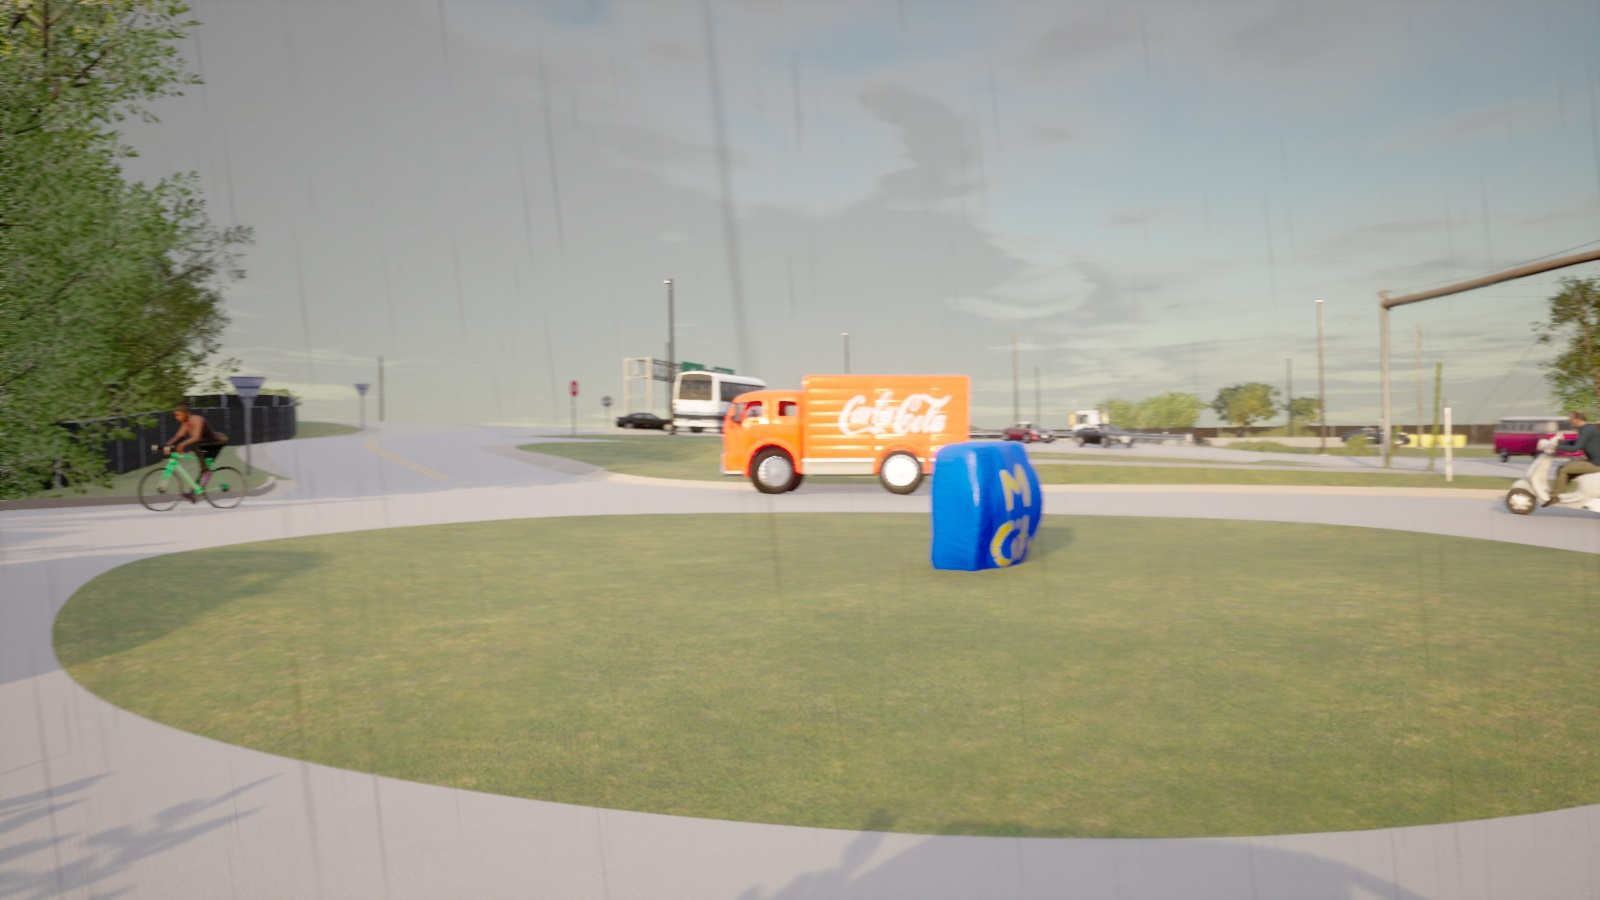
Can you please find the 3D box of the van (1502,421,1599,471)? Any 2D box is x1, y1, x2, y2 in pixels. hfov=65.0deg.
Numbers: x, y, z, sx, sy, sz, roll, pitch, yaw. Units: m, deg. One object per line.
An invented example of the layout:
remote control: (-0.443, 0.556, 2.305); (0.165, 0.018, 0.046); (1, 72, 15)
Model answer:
van: (31.459, -0.207, 52.387); (1.775, 1.987, 4.442); (-1, 1, -2)

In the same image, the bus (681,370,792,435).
bus: (-4.450, -3.339, 90.871); (3.944, 4.253, 10.273); (3, 1, 21)

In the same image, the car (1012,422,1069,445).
car: (16.480, -1.135, 86.105); (1.970, 1.475, 3.806); (0, 2, -25)

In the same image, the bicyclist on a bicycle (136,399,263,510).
bicyclist on a bicycle: (-9.165, 0.051, 19.205); (0.582, 1.620, 1.656); (2, 1, 40)

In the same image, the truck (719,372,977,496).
truck: (1.088, -0.299, 26.685); (5.204, 2.467, 2.627); (0, -2, 6)

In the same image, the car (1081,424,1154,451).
car: (19.542, -0.800, 77.606); (2.128, 1.511, 4.902); (-1, 2, -17)

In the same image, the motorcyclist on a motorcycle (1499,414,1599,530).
motorcyclist on a motorcycle: (11.315, 0.297, 18.235); (0.866, 1.590, 1.817); (-4, 5, -44)
